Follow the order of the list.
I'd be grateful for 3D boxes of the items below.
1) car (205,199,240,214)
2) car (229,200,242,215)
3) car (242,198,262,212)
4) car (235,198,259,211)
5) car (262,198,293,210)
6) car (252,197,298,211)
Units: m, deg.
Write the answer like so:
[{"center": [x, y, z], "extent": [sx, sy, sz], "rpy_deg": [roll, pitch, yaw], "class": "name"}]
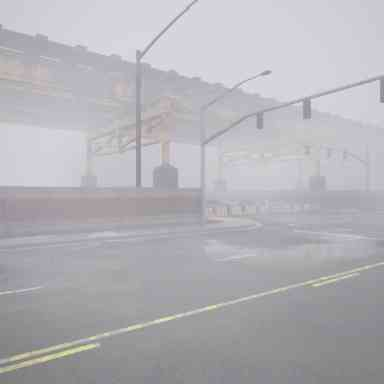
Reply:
[{"center": [2.270, 1.295, 33.700], "extent": [4.536, 1.218, 1.853], "rpy_deg": [0, 0, 8], "class": "car"}, {"center": [2.321, 1.453, 33.693], "extent": [4.974, 1.542, 2.038], "rpy_deg": [0, 0, 8], "class": "car"}, {"center": [6.067, 1.453, 36.377], "extent": [2.038, 1.542, 4.974], "rpy_deg": [0, 0, 18], "class": "car"}, {"center": [6.083, 1.295, 36.427], "extent": [1.853, 1.218, 4.536], "rpy_deg": [0, 0, 18], "class": "car"}, {"center": [9.926, 1.295, 40.130], "extent": [4.536, 1.218, 1.853], "rpy_deg": [0, 0, -7], "class": "car"}, {"center": [9.978, 1.453, 40.136], "extent": [4.974, 1.542, 2.038], "rpy_deg": [0, 0, -7], "class": "car"}]
